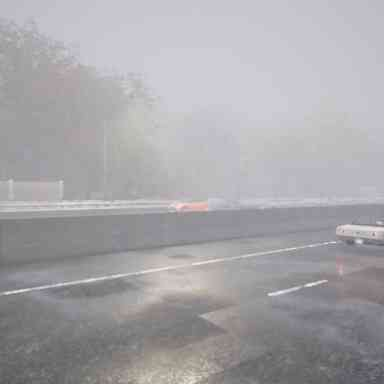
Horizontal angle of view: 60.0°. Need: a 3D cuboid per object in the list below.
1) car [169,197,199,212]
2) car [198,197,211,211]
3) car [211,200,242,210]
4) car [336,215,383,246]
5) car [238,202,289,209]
[{"bbox_3d":[-0.150,1.349,33.957,4.553,1.767,2.097,0,0,-35],"label":"car"},{"bbox_3d":[3.419,1.491,32.207,4.902,1.511,2.128,0,0,-35],"label":"car"},{"bbox_3d":[4.268,1.600,28.523,4.718,1.301,1.895,0,0,-35],"label":"car"},{"bbox_3d":[8.216,1.601,14.033,4.718,1.301,1.895,0,0,-35],"label":"car"},{"bbox_3d":[6.146,1.600,25.564,4.718,1.301,1.895,0,0,-35],"label":"car"}]
